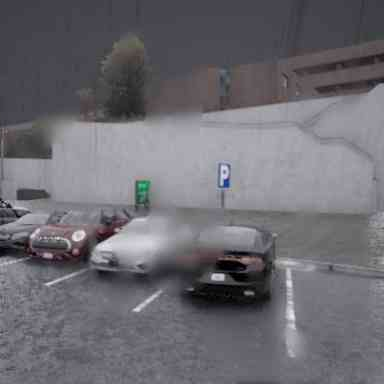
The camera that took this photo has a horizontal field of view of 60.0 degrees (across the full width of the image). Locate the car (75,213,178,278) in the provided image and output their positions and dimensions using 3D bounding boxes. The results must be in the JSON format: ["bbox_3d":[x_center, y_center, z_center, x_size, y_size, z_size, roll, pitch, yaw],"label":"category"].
[{"bbox_3d":[-1.291,1.522,10.405,2.002,1.452,4.674,1,-1,16],"label":"car"}]

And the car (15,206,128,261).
[{"bbox_3d":[-3.724,1.350,12.177,2.185,1.767,4.553,1,-1,16],"label":"car"}]

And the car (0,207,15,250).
[{"bbox_3d":[-6.176,1.509,13.889,2.002,1.452,4.674,1,0,15],"label":"car"}]

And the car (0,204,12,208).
[{"bbox_3d":[-8.625,1.480,15.664,2.163,1.488,4.792,0,-1,15],"label":"car"}]

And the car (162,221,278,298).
[{"bbox_3d":[1.147,1.486,8.655,2.097,1.535,5.008,0,-1,15],"label":"car"}]

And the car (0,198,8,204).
[{"bbox_3d":[-11.063,1.180,17.407,2.435,2.045,5.566,1,0,15],"label":"car"}]
